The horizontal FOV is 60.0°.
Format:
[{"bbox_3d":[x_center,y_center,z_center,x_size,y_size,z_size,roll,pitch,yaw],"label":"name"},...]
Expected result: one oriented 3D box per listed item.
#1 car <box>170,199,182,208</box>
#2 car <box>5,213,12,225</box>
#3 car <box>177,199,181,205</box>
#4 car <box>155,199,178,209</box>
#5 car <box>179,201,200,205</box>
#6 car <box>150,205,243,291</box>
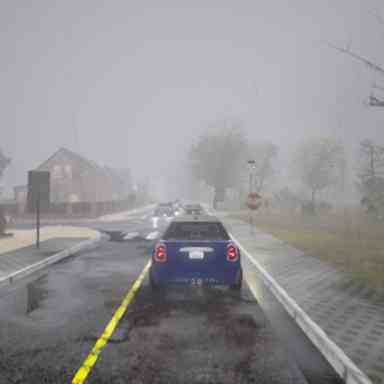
[{"bbox_3d":[-2.727,1.999,58.707,1.837,1.490,4.892,0,0,1],"label":"car"},{"bbox_3d":[-14.950,1.657,22.750,4.902,1.511,2.128,0,-2,2],"label":"car"},{"bbox_3d":[-2.788,1.897,45.941,1.812,1.442,4.674,0,-1,0],"label":"car"},{"bbox_3d":[-2.865,1.804,35.689,1.812,1.442,4.674,0,0,2],"label":"car"},{"bbox_3d":[0.125,1.781,30.565,2.033,1.411,5.357,0,0,0],"label":"car"},{"bbox_3d":[0.100,1.418,9.391,2.097,1.767,4.553,0,-1,0],"label":"car"}]
